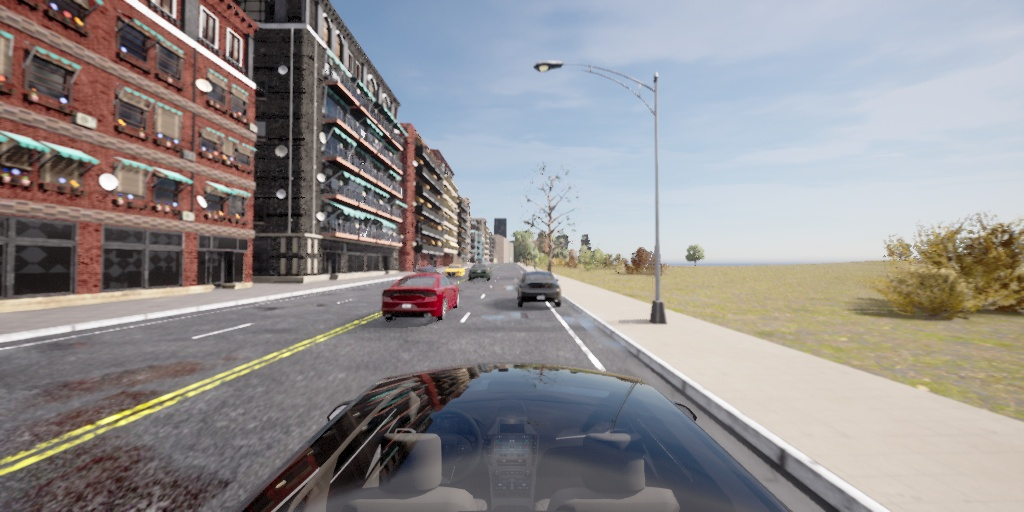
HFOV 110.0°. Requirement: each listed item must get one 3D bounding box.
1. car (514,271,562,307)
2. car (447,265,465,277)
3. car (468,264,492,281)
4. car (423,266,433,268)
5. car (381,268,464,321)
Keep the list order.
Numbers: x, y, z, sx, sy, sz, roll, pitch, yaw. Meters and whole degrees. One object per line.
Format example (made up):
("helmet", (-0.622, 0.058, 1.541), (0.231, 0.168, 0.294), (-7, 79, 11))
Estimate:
("car", (1.152, 1.447, 16.654), (1.837, 1.490, 4.892), (0, -1, 0))
("car", (-6.559, 1.732, 41.290), (1.882, 1.535, 5.008), (0, -1, 0))
("car", (-3.113, 1.541, 36.129), (2.097, 1.767, 4.553), (0, -1, 0))
("car", (-9.809, 1.820, 41.394), (1.994, 1.385, 4.181), (0, -1, 0))
("car", (-3.140, 1.375, 13.168), (1.882, 1.535, 5.008), (0, -1, 0))
